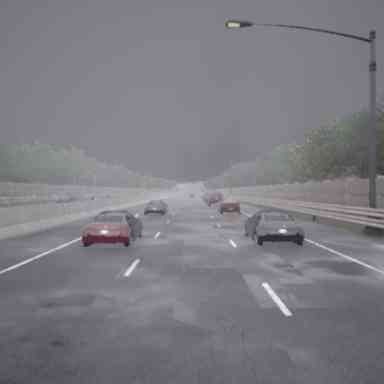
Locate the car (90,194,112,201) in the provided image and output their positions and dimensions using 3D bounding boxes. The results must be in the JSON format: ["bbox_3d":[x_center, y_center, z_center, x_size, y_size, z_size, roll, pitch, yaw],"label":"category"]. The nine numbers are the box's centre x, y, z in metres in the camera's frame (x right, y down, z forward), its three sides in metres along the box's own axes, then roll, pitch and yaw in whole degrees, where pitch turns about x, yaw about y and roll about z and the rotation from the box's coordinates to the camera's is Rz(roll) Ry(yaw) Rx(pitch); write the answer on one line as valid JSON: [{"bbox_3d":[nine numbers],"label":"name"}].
[{"bbox_3d":[-14.068,1.183,52.871,2.097,1.767,4.553,0,0,0],"label":"car"}]

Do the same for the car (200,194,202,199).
[{"bbox_3d":[3.492,1.006,71.174,2.150,2.045,5.566,0,0,0],"label":"car"}]

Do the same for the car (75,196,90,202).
[{"bbox_3d":[-17.540,1.368,56.569,2.033,1.411,5.357,0,0,1],"label":"car"}]

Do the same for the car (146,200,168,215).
[{"bbox_3d":[-3.404,1.454,32.095,1.994,1.385,4.181,0,0,0],"label":"car"}]

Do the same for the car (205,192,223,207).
[{"bbox_3d":[3.494,1.062,49.170,2.150,2.045,5.566,0,0,0],"label":"car"}]

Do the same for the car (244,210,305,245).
[{"bbox_3d":[3.598,1.509,15.203,1.994,1.385,4.181,0,0,0],"label":"car"}]

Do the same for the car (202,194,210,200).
[{"bbox_3d":[3.490,1.216,82.336,1.801,1.575,5.366,0,0,0],"label":"car"}]

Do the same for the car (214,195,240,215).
[{"bbox_3d":[3.596,1.365,33.012,1.882,1.535,5.008,0,0,0],"label":"car"}]

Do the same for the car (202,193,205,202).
[{"bbox_3d":[3.493,1.032,60.172,2.150,2.045,5.566,0,0,0],"label":"car"}]

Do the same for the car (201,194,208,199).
[{"bbox_3d":[3.489,1.246,93.149,1.837,1.490,4.892,0,0,0],"label":"car"}]

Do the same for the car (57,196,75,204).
[{"bbox_3d":[-21.033,1.369,56.406,2.033,1.411,5.357,0,0,1],"label":"car"}]

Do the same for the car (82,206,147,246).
[{"bbox_3d":[-3.402,1.510,14.908,1.994,1.385,4.181,0,0,0],"label":"car"}]
